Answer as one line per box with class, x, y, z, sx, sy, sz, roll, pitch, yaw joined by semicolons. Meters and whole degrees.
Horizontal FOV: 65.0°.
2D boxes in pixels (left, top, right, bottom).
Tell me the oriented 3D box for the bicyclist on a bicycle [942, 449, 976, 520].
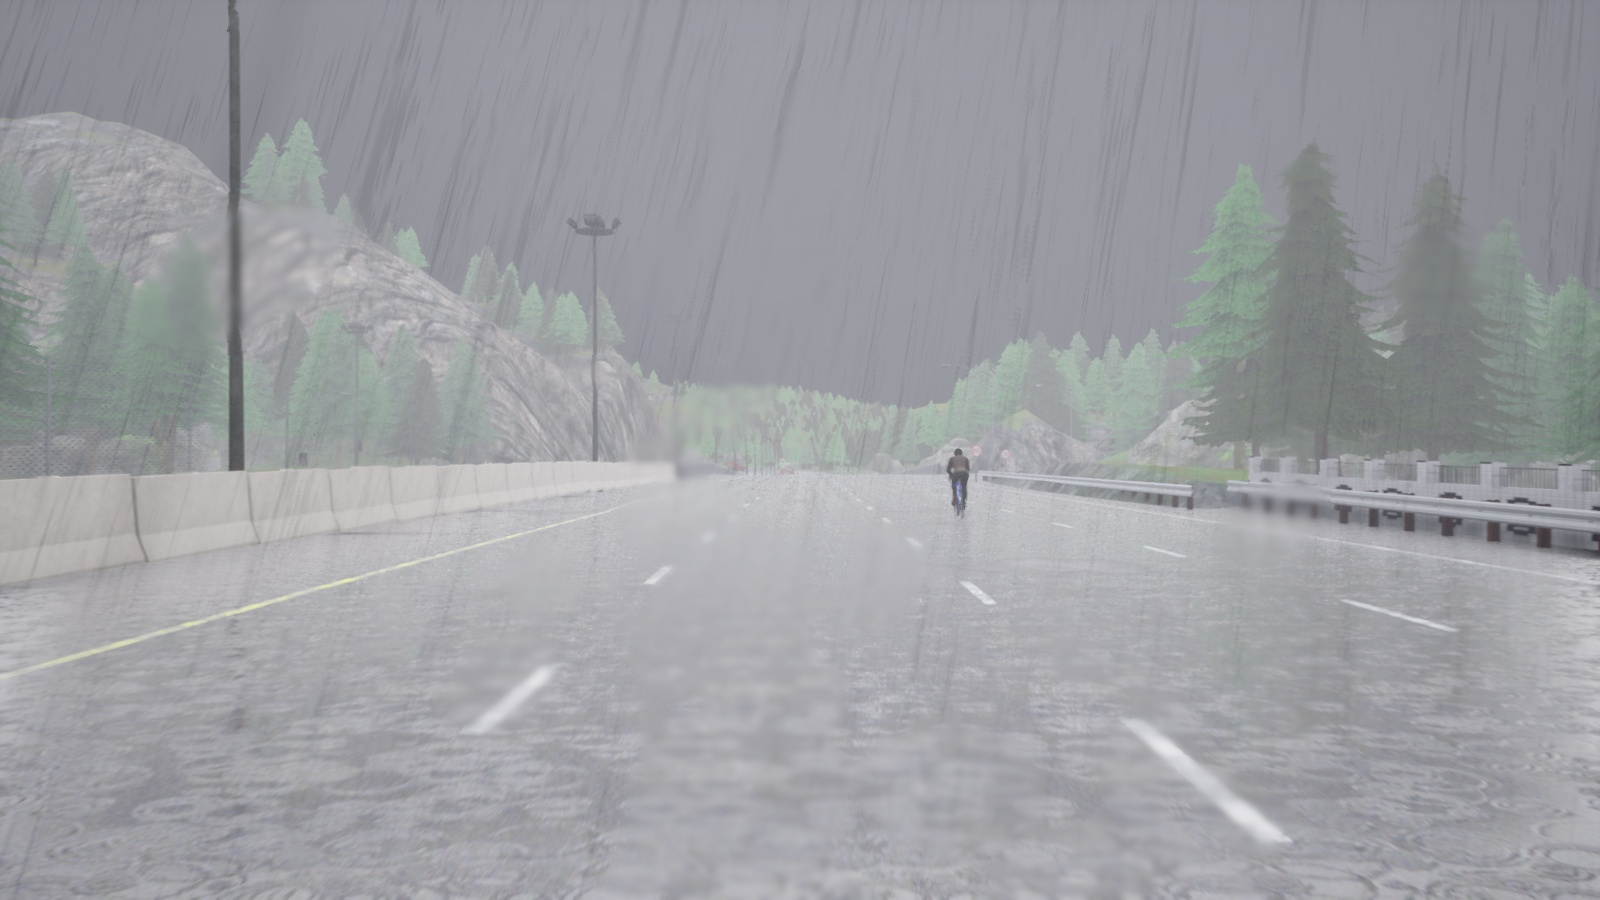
bicyclist on a bicycle;3.681;0.787;29.159;0.582;1.620;1.656;0;-1;0
